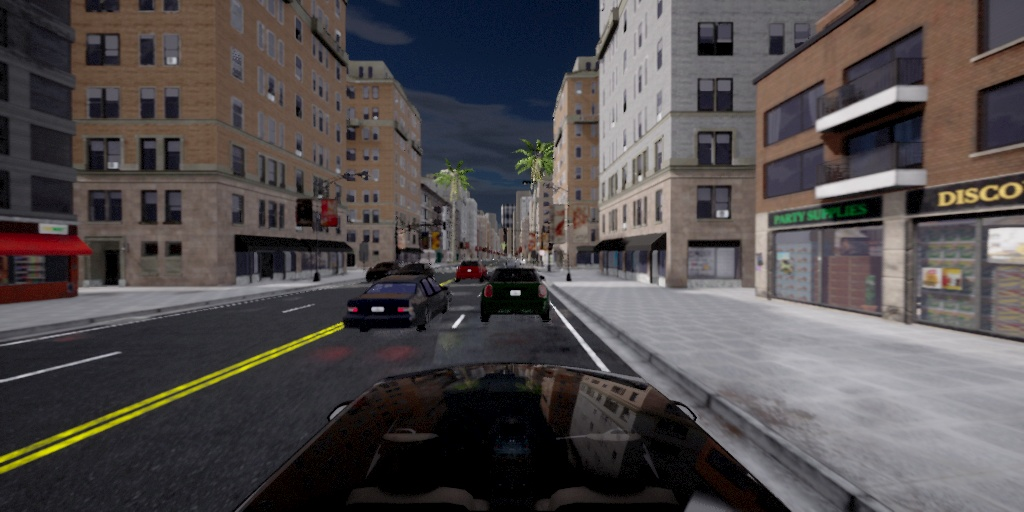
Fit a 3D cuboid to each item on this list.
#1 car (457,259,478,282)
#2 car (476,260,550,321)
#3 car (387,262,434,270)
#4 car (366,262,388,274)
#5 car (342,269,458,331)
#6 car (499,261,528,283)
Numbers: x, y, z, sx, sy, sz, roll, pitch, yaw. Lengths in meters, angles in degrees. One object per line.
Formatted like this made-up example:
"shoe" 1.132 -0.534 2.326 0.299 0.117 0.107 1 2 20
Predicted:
"car" -3.146 1.089 28.544 2.097 1.767 4.553 0 0 0
"car" 0.102 1.094 12.541 2.097 1.767 4.553 0 0 0
"car" -6.591 1.215 24.574 1.882 1.535 5.008 0 0 0
"car" -9.834 1.243 28.212 1.837 1.490 4.892 0 0 0
"car" -3.147 1.291 10.908 2.033 1.411 5.357 0 0 0
"car" 0.106 1.227 29.077 2.128 1.511 4.902 0 0 0
